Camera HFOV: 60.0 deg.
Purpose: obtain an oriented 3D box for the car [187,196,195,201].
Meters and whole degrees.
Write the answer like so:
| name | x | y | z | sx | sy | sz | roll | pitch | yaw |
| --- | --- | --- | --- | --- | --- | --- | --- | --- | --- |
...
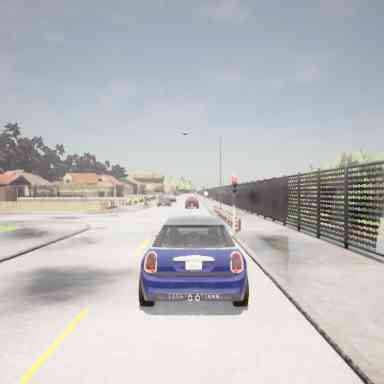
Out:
| name | x | y | z | sx | sy | sz | roll | pitch | yaw |
| --- | --- | --- | --- | --- | --- | --- | --- | --- | --- |
| car | -0.154 | 1.566 | 82.917 | 1.895 | 1.301 | 4.718 | 0 | 0 | 0 |

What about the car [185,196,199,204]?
| name | x | y | z | sx | sy | sz | roll | pitch | yaw |
| --- | --- | --- | --- | --- | --- | --- | --- | --- | --- |
| car | 0.001 | 1.509 | 47.051 | 1.812 | 1.442 | 4.674 | 0 | 0 | 0 |

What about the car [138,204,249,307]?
| name | x | y | z | sx | sy | sz | roll | pitch | yaw |
| --- | --- | --- | --- | --- | --- | --- | --- | --- | --- |
| car | 0.038 | 1.349 | 8.138 | 2.097 | 1.767 | 4.553 | 0 | 0 | 0 |

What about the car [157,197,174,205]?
| name | x | y | z | sx | sy | sz | roll | pitch | yaw |
| --- | --- | --- | --- | --- | --- | --- | --- | --- | --- |
| car | -4.181 | 1.508 | 50.404 | 1.812 | 1.442 | 4.674 | 0 | 0 | 0 |

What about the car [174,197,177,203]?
| name | x | y | z | sx | sy | sz | roll | pitch | yaw |
| --- | --- | --- | --- | --- | --- | --- | --- | --- | --- |
| car | -4.139 | 1.578 | 67.064 | 1.895 | 1.301 | 4.718 | 0 | 0 | 0 |
